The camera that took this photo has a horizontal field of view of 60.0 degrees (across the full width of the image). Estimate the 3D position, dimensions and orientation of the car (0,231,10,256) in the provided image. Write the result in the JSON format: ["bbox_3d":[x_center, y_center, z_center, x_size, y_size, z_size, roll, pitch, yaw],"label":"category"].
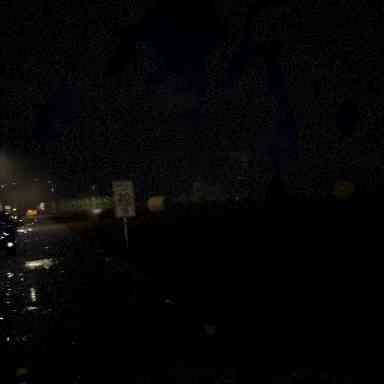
[{"bbox_3d":[-5.010,1.867,6.423,2.128,1.511,4.902,-4,0,-25],"label":"car"}]

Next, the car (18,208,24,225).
[{"bbox_3d":[-21.177,2.949,39.291,2.150,2.045,5.566,-4,-1,-26],"label":"car"}]

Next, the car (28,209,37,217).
[{"bbox_3d":[-36.715,4.791,76.492,1.882,1.535,5.008,-4,-1,-24],"label":"car"}]

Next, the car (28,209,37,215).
[{"bbox_3d":[-41.198,5.175,85.869,1.994,1.385,4.181,-4,-1,-26],"label":"car"}]

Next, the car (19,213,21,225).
[{"bbox_3d":[-14.446,2.667,25.555,1.812,1.442,4.674,-4,0,-26],"label":"car"}]

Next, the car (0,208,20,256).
[{"bbox_3d":[-9.817,1.978,16.179,2.150,2.045,5.566,-4,0,-27],"label":"car"}]
